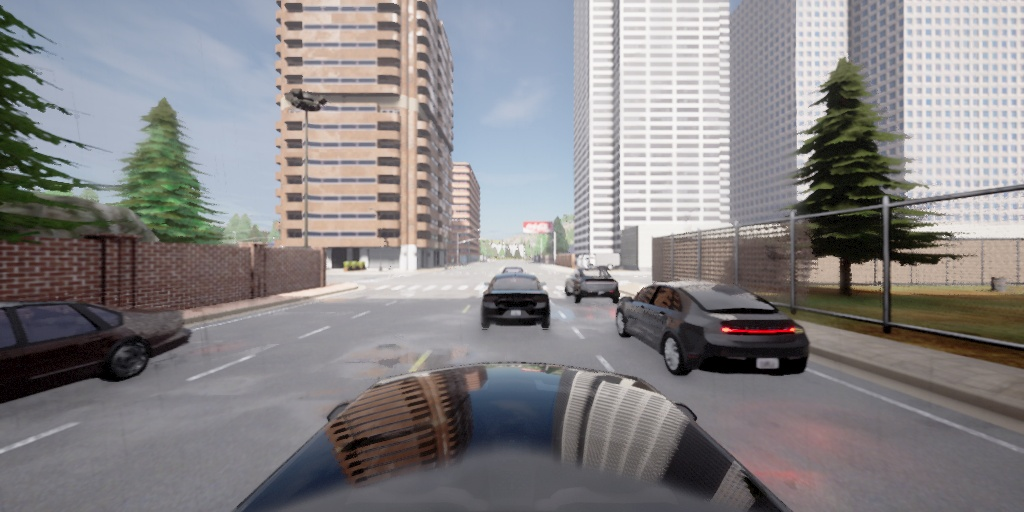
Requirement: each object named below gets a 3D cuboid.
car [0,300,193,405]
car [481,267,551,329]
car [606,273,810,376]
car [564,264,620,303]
[{"bbox_3d":[-7.090,1.309,4.489,2.033,1.411,5.357,0,0,0],"label":"car"},{"bbox_3d":[0.099,1.269,11.415,1.882,1.535,5.008,0,0,0],"label":"car"},{"bbox_3d":[3.603,1.279,7.485,1.837,1.490,4.892,0,0,0],"label":"car"},{"bbox_3d":[3.618,1.306,16.876,2.128,1.511,4.902,0,0,1],"label":"car"}]
